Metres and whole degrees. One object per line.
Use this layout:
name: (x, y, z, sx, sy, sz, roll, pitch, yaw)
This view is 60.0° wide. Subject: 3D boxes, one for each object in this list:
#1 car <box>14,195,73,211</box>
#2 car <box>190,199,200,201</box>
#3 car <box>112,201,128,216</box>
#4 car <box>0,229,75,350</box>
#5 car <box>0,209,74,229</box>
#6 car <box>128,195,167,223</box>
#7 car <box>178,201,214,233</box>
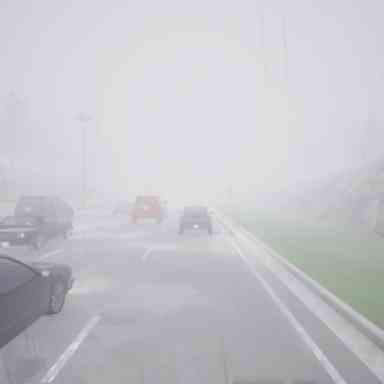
car: (-10.243, 1.253, 23.400, 2.150, 2.045, 5.566, 0, 0, 0)
car: (0.380, 1.623, 40.568, 1.812, 1.442, 4.674, 0, 0, 0)
car: (-6.669, 1.612, 33.697, 2.033, 1.411, 5.357, 0, 0, 0)
car: (-3.368, 1.550, 4.499, 2.033, 1.411, 5.357, 0, 0, 0)
car: (-6.806, 1.619, 14.378, 1.895, 1.301, 4.718, 0, 0, 0)
car: (-3.225, 1.276, 26.008, 2.150, 2.045, 5.566, 0, 0, 0)
car: (0.230, 1.555, 20.033, 1.837, 1.490, 4.892, 0, 0, 0)
